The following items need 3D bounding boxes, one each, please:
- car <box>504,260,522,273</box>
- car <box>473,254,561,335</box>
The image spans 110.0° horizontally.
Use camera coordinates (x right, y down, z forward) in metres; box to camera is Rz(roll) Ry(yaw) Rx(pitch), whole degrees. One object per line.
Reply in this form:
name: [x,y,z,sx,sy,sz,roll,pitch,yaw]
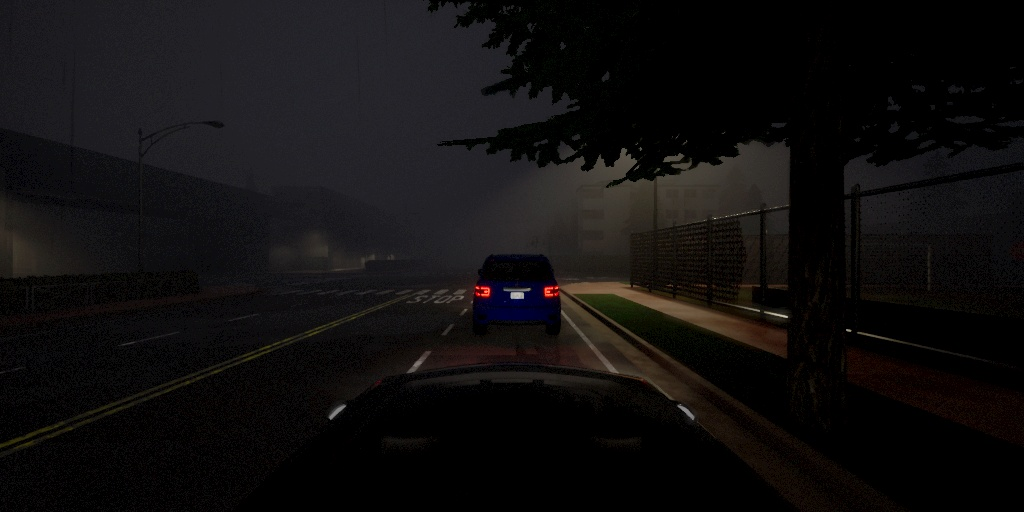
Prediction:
car: [0.066,1.241,45.620,2.128,1.511,4.902,0,0,0]
car: [0.124,0.971,10.642,2.150,2.045,5.566,0,0,0]
